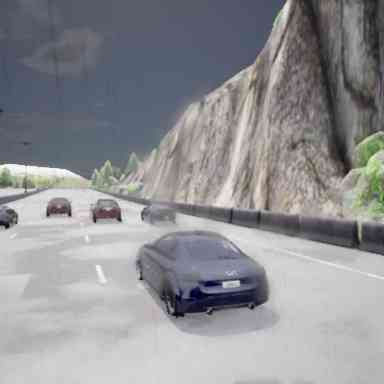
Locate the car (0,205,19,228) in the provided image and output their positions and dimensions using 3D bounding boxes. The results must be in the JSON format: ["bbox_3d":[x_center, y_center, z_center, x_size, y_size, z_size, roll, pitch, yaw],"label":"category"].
[{"bbox_3d":[-12.560,1.542,21.505,1.994,1.385,4.181,0,0,-20],"label":"car"}]

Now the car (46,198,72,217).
[{"bbox_3d":[-12.255,1.287,30.785,2.097,1.767,4.553,0,0,-20],"label":"car"}]

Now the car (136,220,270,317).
[{"bbox_3d":[-0.008,1.596,7.736,1.994,1.385,4.181,0,0,-20],"label":"car"}]

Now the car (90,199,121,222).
[{"bbox_3d":[-6.966,1.338,26.563,2.097,1.767,4.553,0,0,-20],"label":"car"}]

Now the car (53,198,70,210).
[{"bbox_3d":[-15.852,1.435,40.508,1.895,1.301,4.718,0,1,-21],"label":"car"}]

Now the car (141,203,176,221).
[{"bbox_3d":[-2.535,1.545,24.666,1.812,1.442,4.674,0,0,-20],"label":"car"}]
